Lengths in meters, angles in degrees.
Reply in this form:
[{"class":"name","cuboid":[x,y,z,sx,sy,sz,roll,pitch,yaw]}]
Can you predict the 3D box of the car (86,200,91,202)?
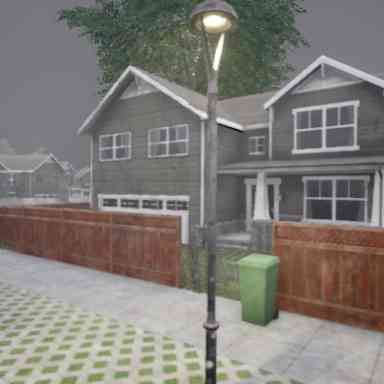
[{"class":"car","cuboid":[-10.344,1.593,36.535,2.128,1.511,4.902,0,0,16]}]
